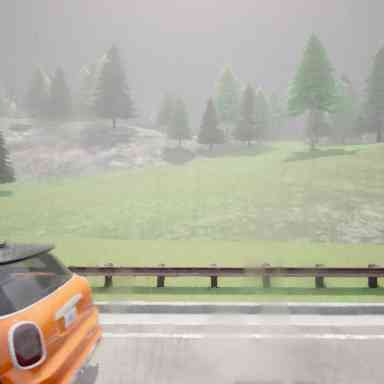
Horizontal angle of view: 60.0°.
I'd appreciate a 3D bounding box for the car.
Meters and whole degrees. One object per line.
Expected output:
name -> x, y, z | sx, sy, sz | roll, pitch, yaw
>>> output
car -> -3.423, 1.352, 3.608 | 4.553, 1.767, 2.097 | 0, 0, 1
